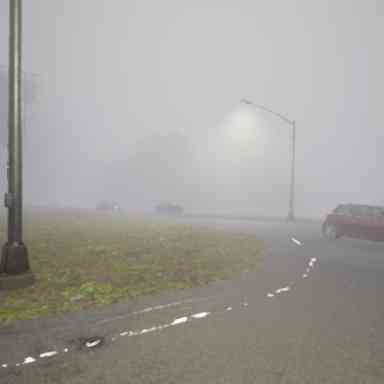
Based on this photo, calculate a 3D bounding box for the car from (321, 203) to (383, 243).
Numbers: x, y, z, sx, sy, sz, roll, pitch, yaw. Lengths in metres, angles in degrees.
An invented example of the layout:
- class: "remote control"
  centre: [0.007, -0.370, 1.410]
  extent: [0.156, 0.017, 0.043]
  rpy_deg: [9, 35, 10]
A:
- class: "car"
  centre: [8.014, 1.332, 14.185]
  extent: [2.097, 1.767, 4.553]
  rpy_deg: [2, 1, -35]

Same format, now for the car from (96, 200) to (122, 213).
- class: "car"
  centre: [-10.046, 1.667, 39.951]
  extent: [2.128, 1.511, 4.902]
  rpy_deg: [4, -3, -35]

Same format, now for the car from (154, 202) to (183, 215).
- class: "car"
  centre: [-2.999, 2.050, 42.066]
  extent: [1.882, 1.535, 5.008]
  rpy_deg: [4, -3, -35]

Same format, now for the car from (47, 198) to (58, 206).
- class: "car"
  centre: [-31.173, 2.131, 74.382]
  extent: [2.097, 1.767, 4.553]
  rpy_deg: [4, -3, -27]
